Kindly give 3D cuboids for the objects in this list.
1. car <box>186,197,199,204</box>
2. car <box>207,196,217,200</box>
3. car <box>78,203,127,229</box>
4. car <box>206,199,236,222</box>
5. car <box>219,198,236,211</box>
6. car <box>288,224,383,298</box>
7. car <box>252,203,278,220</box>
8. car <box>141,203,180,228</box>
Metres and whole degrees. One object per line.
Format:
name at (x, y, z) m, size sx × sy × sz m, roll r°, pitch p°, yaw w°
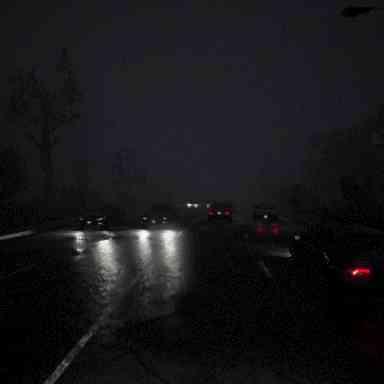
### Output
car at (0.219, 1.552, 62.396) m, size 1.994 × 1.385 × 4.181 m, roll 0°, pitch 0°, yaw 9°
car at (3.807, 1.547, 62.686) m, size 2.033 × 1.411 × 5.357 m, roll 0°, pitch 0°, yaw 9°
car at (-5.589, 1.486, 21.360) m, size 1.837 × 1.490 × 4.892 m, roll 0°, pitch 0°, yaw 7°
car at (2.256, 1.551, 26.184) m, size 2.033 × 1.411 × 5.357 m, roll 0°, pitch 0°, yaw 7°
car at (4.585, 1.570, 42.783) m, size 1.994 × 1.385 × 4.181 m, roll 0°, pitch 0°, yaw 8°
car at (3.976, 1.556, 8.713) m, size 2.033 × 1.411 × 5.357 m, roll 0°, pitch 0°, yaw 4°
car at (6.033, 1.614, 28.049) m, size 1.895 × 1.301 × 4.718 m, roll 0°, pitch 0°, yaw 8°
car at (-1.986, 1.496, 22.003) m, size 1.837 × 1.490 × 4.892 m, roll 0°, pitch 0°, yaw 7°
